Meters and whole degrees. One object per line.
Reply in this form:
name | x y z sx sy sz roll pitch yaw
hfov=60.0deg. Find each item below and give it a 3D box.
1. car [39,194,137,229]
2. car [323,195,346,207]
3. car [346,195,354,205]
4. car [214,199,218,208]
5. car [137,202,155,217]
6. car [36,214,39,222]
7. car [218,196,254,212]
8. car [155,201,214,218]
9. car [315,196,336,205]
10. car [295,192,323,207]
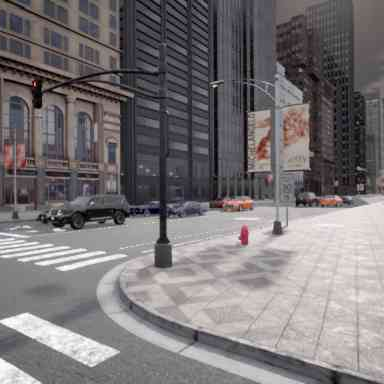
car | -6.503 1.184 21.587 2.150 2.045 5.566 -1 0 35
car | 19.914 1.186 47.162 2.097 1.767 4.553 -1 0 36
car | 25.299 1.330 54.727 1.837 1.490 4.892 -1 0 35
car | 3.958 1.408 41.870 1.882 1.535 5.008 -1 0 36
car | -3.786 1.563 31.008 1.895 1.301 4.718 -1 0 35
car | -8.859 1.548 23.876 1.994 1.385 4.181 -1 0 35
car | 5.359 1.263 38.211 2.097 1.767 4.553 -1 0 36
car | -0.558 1.483 29.938 2.033 1.411 5.357 -1 0 35
car | 22.868 1.395 56.918 2.033 1.411 5.357 -1 0 35
car | 16.776 1.081 48.362 2.150 2.045 5.566 -1 0 36
